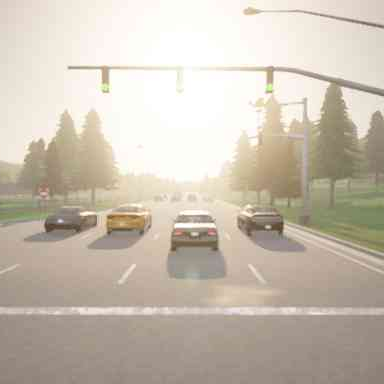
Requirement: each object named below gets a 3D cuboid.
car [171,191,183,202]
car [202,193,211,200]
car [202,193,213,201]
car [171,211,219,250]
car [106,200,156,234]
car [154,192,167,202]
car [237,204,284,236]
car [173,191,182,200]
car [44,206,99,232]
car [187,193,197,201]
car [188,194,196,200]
[{"bbox_3d":[-3.502,1.210,70.469,1.882,1.535,5.008,0,0,0],"label":"car"},{"bbox_3d":[3.498,1.059,80.889,1.812,1.442,4.674,0,0,0],"label":"car"},{"bbox_3d":[3.498,1.256,70.886,1.812,1.442,4.674,0,0,0],"label":"car"},{"bbox_3d":[0.099,1.495,13.961,2.033,1.411,5.357,0,0,0],"label":"car"},{"bbox_3d":[-3.401,1.409,18.647,1.882,1.535,5.008,0,0,0],"label":"car"},{"bbox_3d":[-7.002,1.232,70.469,1.837,1.490,4.892,0,0,0],"label":"car"},{"bbox_3d":[3.599,1.425,18.096,2.128,1.511,4.902,0,0,0],"label":"car"},{"bbox_3d":[-3.502,0.760,80.918,2.150,2.045,5.566,0,0,0],"label":"car"},{"bbox_3d":[-6.901,1.492,19.452,1.994,1.385,4.181,0,0,0],"label":"car"},{"bbox_3d":[-0.002,1.086,70.822,2.097,1.767,4.553,0,0,0],"label":"car"},{"bbox_3d":[-0.002,1.087,80.889,1.994,1.385,4.181,0,0,0],"label":"car"}]
